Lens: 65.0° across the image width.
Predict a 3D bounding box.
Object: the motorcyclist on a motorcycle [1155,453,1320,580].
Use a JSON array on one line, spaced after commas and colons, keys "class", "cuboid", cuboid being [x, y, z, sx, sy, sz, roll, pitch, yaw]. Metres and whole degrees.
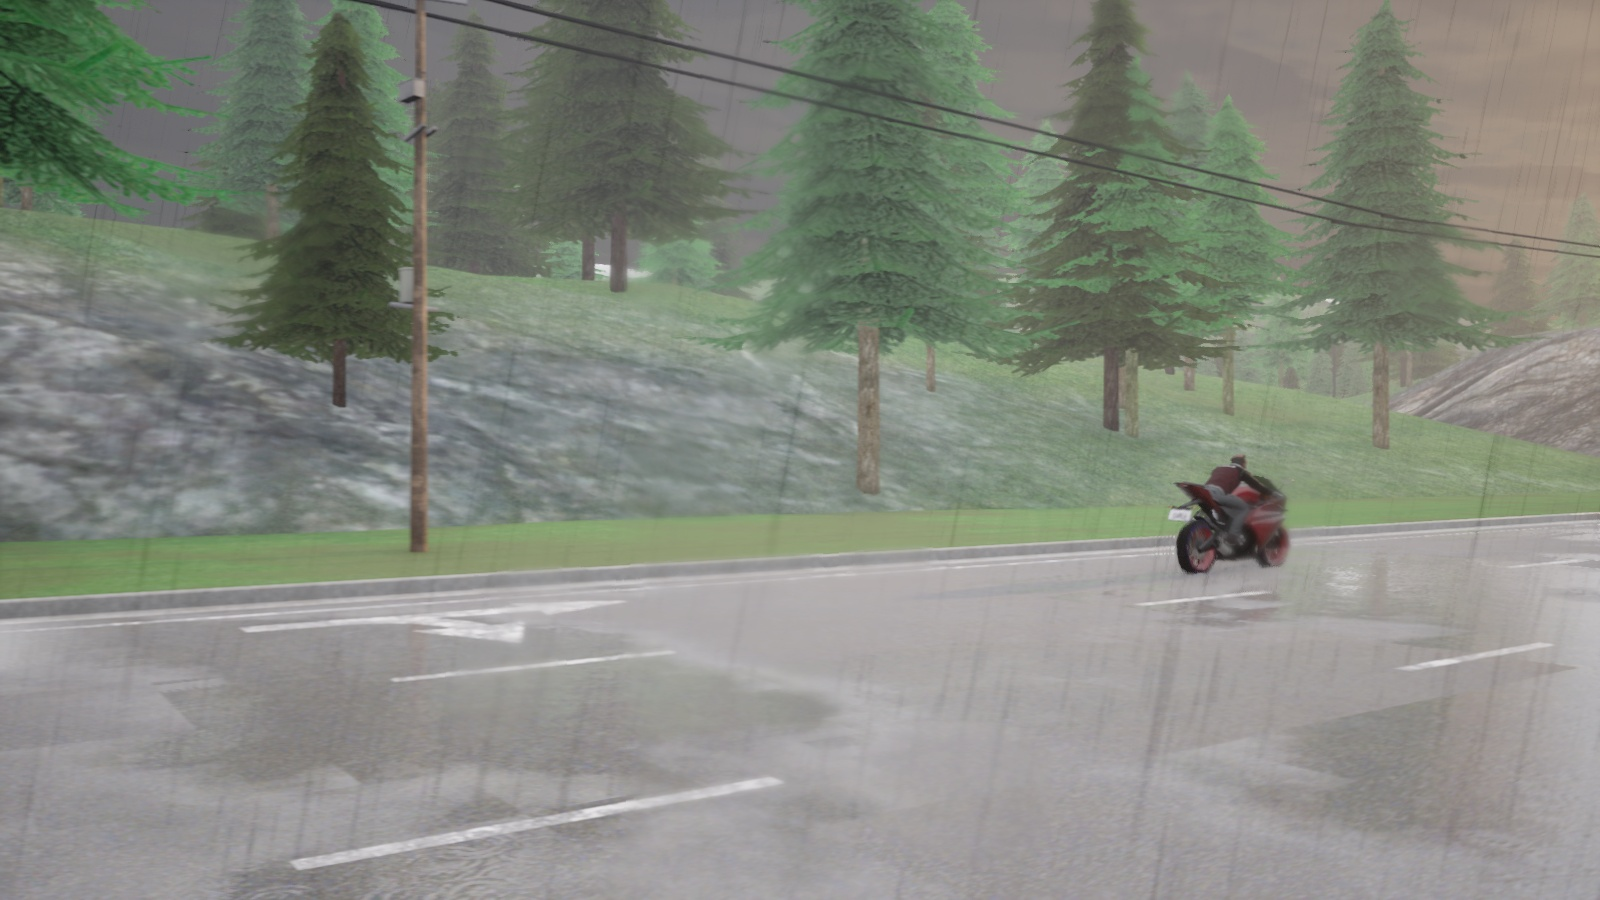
[{"class": "motorcyclist on a motorcycle", "cuboid": [5.628, 0.807, 16.105, 2.191, 1.530, 0.866, 0, 0, -35]}]
